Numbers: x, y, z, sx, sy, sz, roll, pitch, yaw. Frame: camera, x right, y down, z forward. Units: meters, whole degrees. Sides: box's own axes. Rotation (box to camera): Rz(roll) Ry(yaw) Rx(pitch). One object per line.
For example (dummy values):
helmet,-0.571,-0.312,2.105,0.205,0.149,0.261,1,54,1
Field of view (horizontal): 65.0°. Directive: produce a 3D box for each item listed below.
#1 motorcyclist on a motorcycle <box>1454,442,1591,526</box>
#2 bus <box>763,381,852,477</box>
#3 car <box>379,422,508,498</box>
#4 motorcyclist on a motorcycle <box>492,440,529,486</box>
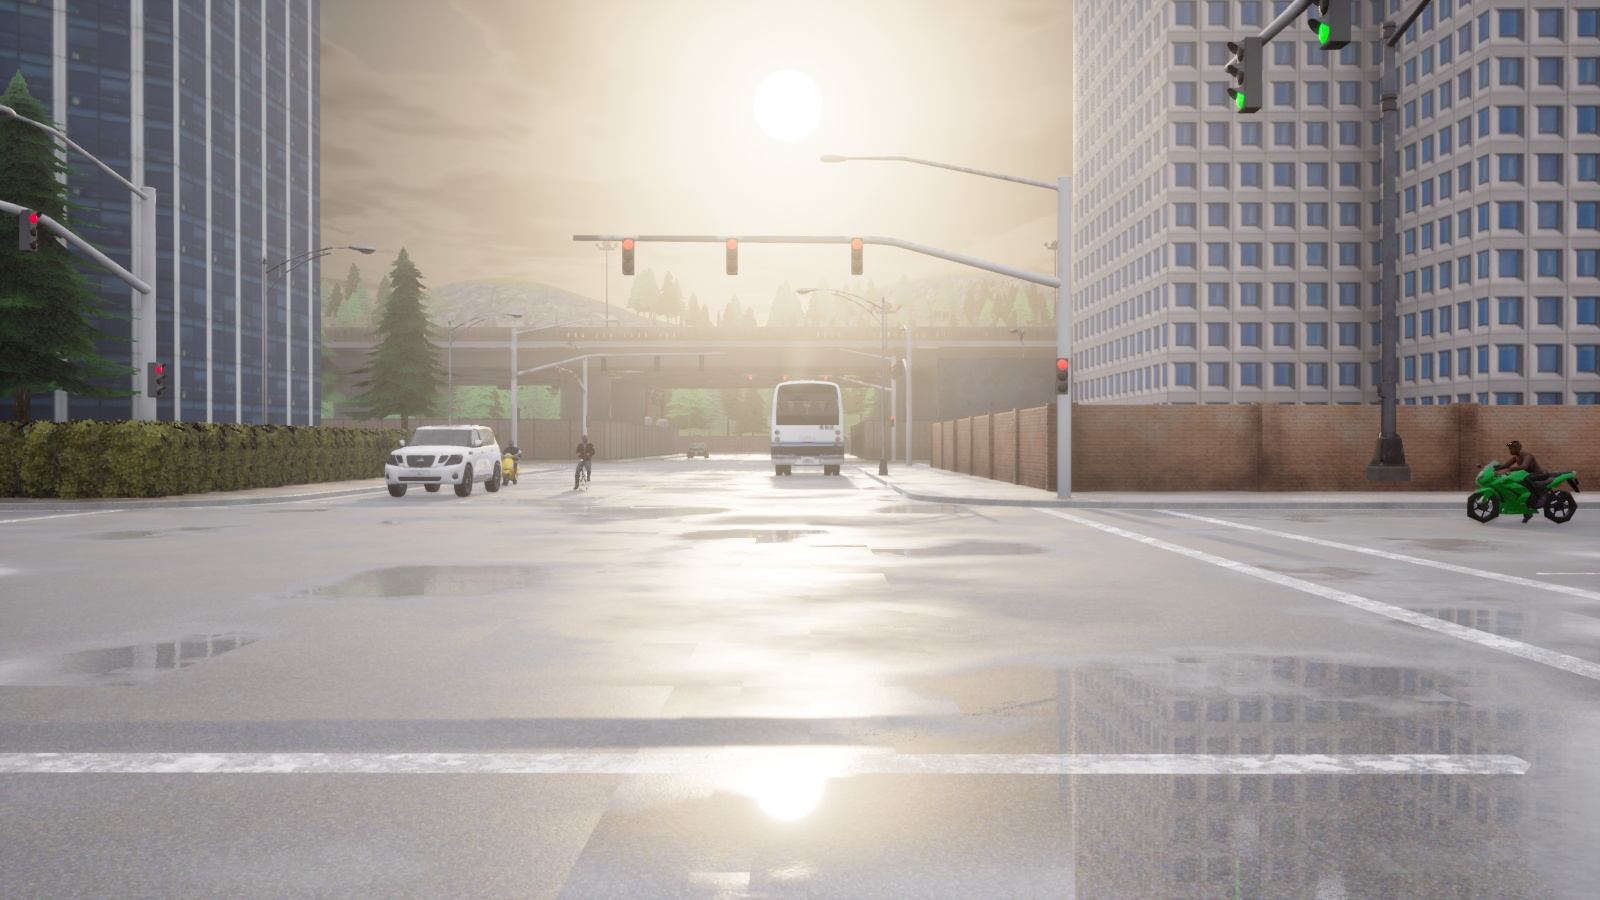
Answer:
motorcyclist on a motorcycle,13.195,0.610,22.974,2.044,1.523,0.797,0,0,1
bus,0.368,-0.972,60.677,3.944,4.253,10.273,0,0,0
car,-10.274,0.250,36.693,2.150,2.045,5.566,0,0,0
motorcyclist on a motorcycle,-10.227,0.441,44.414,0.866,1.590,1.817,0,0,0
